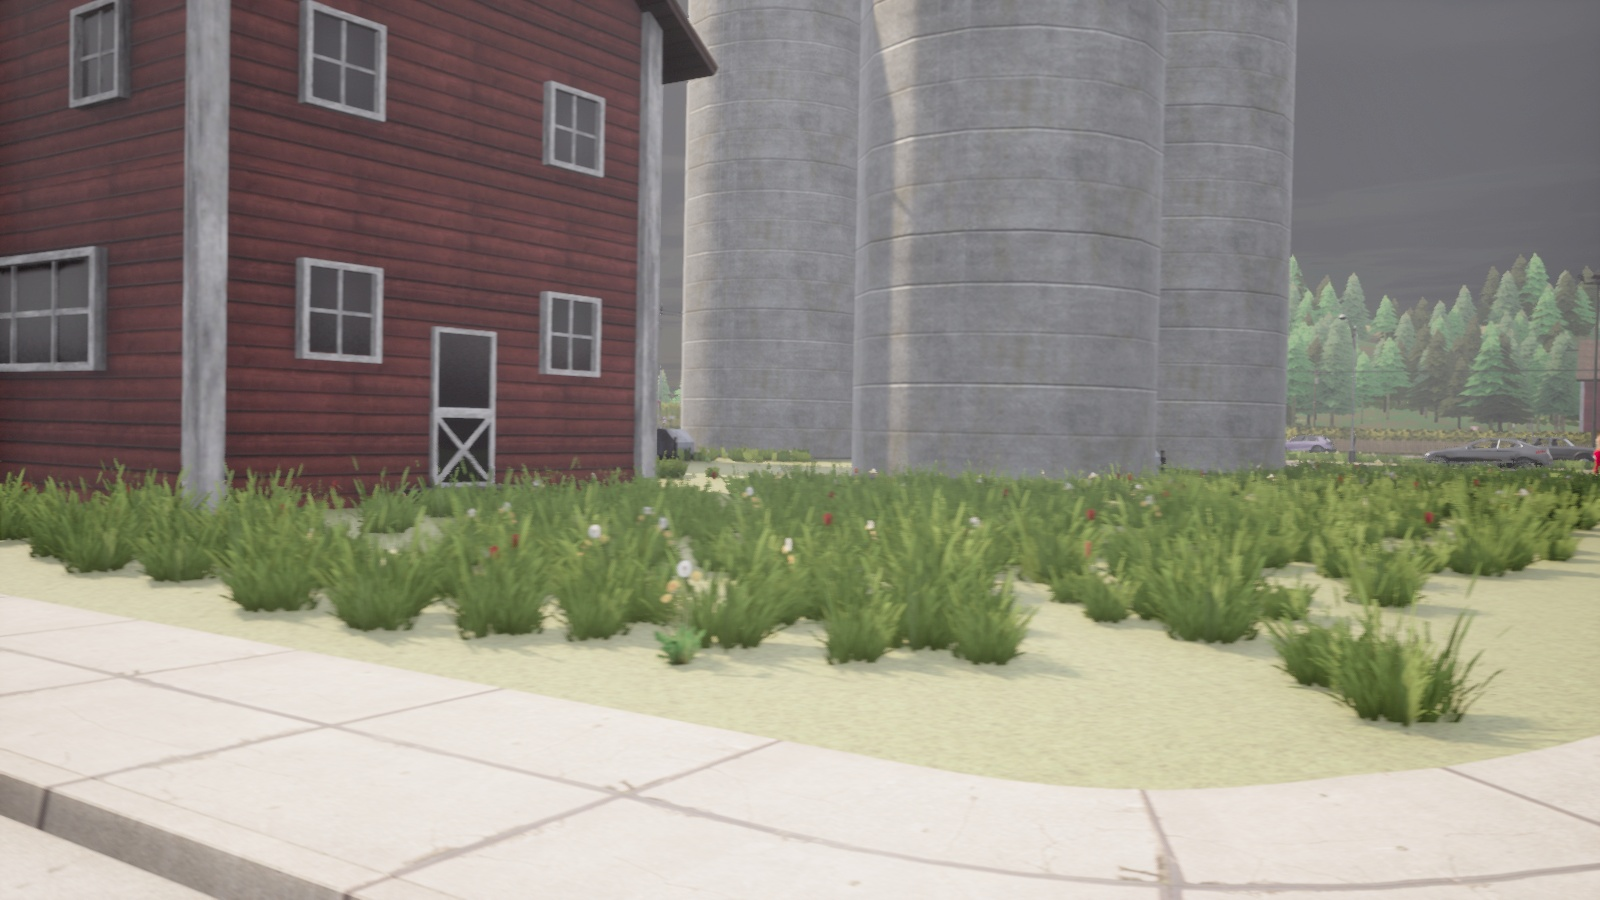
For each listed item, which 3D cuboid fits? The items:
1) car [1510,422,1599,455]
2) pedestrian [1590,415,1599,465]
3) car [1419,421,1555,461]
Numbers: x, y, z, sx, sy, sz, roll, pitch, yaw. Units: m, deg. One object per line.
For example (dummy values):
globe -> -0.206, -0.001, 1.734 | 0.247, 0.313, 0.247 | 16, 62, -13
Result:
car -> 43.972, -0.688, 72.798 | 4.605, 1.855, 1.932 | 2, 2, 40
pedestrian -> 29.048, -0.368, 45.567 | 0.594, 1.836, 0.345 | 1, 2, 44
car -> 30.043, -0.421, 54.974 | 5.027, 1.651, 2.152 | 1, 1, 33
